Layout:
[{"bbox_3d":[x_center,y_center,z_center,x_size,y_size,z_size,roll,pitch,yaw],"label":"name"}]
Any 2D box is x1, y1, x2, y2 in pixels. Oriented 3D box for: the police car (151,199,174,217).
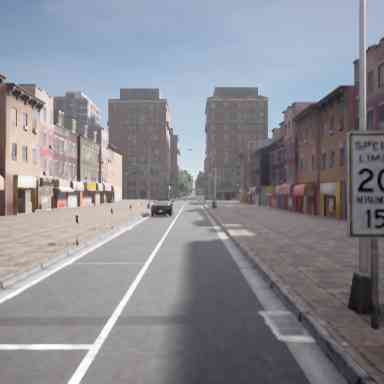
[{"bbox_3d":[-2.750,1.462,31.767,1.930,1.638,5.238,0,0,0],"label":"police car"}]
